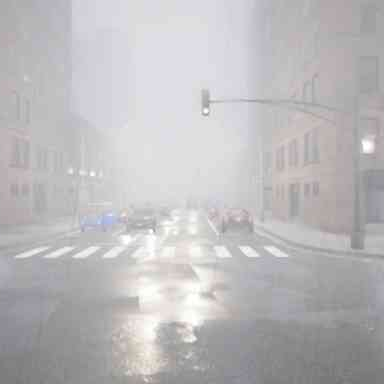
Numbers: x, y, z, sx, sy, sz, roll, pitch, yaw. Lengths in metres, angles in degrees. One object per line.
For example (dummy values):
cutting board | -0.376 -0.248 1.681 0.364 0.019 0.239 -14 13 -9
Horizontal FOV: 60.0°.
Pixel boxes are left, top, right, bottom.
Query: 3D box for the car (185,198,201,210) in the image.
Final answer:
car | -0.038 2.100 51.507 1.994 1.385 4.181 0 -1 0

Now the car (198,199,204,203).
car | 2.571 2.549 94.815 1.802 1.307 4.206 0 -1 0

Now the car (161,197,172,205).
car | -5.933 2.118 77.788 2.192 1.841 5.009 0 -1 0

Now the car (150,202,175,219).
car | -3.101 1.953 33.556 1.895 1.301 4.718 0 -1 0

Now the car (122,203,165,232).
car | -3.090 1.735 21.952 1.837 1.490 4.892 0 -1 0

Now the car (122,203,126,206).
car | -5.864 1.723 26.774 1.967 1.590 4.097 0 -1 0

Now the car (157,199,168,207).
car | -5.917 2.213 66.279 1.752 1.417 4.829 0 -1 0

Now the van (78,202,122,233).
van | -5.857 1.564 21.107 1.690 1.788 3.998 0 -1 0

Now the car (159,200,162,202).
car | -5.894 2.041 49.275 1.752 1.417 4.829 0 -1 0

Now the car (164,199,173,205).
car | -5.940 2.410 83.452 2.008 1.369 4.403 0 -1 0

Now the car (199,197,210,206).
car | 2.600 2.058 72.142 2.192 1.841 5.009 0 -1 0

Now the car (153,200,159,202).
car | -5.887 2.026 43.777 1.947 1.339 4.313 0 -1 0

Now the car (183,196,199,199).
car | -0.053 1.862 61.543 2.150 2.045 5.566 0 -1 0

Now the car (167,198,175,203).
car | -5.955 2.494 94.619 1.752 1.417 4.829 0 -1 0

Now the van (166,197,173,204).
van | -5.948 2.257 89.123 1.690 1.788 3.998 0 -1 0

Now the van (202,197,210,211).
van | 2.638 1.797 43.796 1.690 1.788 3.998 0 -1 0

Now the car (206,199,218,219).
car | 2.654 1.778 32.457 1.967 1.590 4.097 0 -1 0

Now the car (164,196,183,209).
car | -3.050 1.926 55.353 2.097 1.767 4.553 0 0 0

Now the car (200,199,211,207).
car | 2.608 2.126 66.472 1.967 1.590 4.097 0 -1 0

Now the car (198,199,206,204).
car | 2.578 2.464 89.146 2.008 1.369 4.403 0 -1 0

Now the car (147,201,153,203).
car | -5.879 1.983 38.109 1.802 1.307 4.206 0 -1 0

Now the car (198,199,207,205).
car | 2.585 2.422 83.477 1.947 1.339 4.313 0 -1 0

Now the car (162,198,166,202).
car | -5.902 2.142 55.113 1.947 1.339 4.313 0 -1 0

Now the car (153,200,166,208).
car | -5.910 2.178 60.780 1.887 1.381 4.507 0 -1 0

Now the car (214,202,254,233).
car | 2.669 1.659 21.120 1.967 1.590 4.097 0 -1 0
